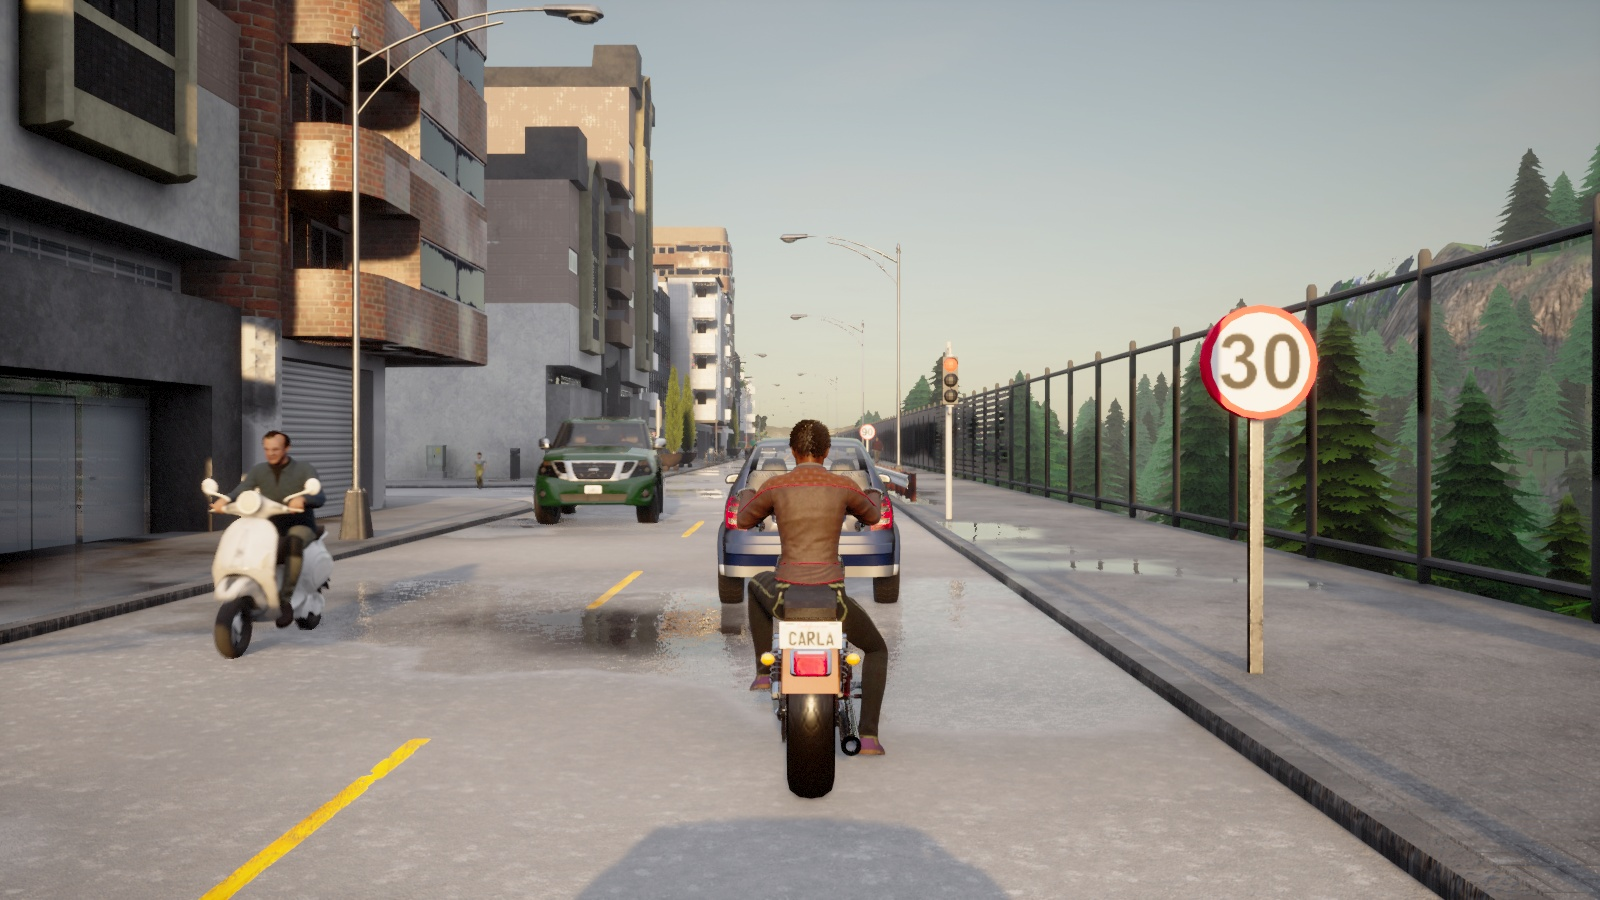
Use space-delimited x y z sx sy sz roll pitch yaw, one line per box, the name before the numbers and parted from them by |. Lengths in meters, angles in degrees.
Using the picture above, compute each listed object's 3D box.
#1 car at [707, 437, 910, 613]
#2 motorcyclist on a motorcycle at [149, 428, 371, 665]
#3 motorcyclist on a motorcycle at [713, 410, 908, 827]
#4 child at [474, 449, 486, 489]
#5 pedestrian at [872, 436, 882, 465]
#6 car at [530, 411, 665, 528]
car | 0.085 0.652 12.913 1.789 1.549 3.705 0 0 0
motorcyclist on a motorcycle | -3.935 0.644 9.337 0.866 1.590 1.817 0 0 0
motorcyclist on a motorcycle | 0.048 0.662 6.134 0.766 1.649 2.350 0 0 0
child | -10.189 0.593 39.950 0.270 1.263 0.437 0 0 0
pedestrian | 4.916 0.007 80.290 0.634 1.844 0.899 0 0 2
car | -3.850 0.322 24.837 2.150 2.045 5.566 0 0 -4
